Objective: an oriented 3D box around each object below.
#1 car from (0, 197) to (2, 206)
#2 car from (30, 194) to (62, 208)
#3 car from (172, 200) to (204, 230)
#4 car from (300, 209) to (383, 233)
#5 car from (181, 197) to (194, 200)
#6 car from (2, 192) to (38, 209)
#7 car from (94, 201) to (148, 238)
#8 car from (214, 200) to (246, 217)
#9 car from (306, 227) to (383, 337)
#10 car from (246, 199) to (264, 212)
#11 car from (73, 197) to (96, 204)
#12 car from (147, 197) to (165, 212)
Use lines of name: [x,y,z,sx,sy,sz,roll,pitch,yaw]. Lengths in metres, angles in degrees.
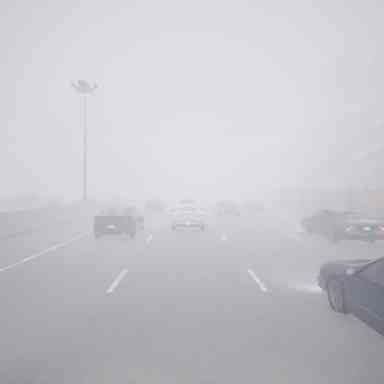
car: [-25.335,1.331,42.589,2.128,1.511,4.902,0,0,-1]
car: [-18.337,1.331,42.733,2.128,1.511,4.902,0,0,-1]
car: [-0.248,1.449,20.254,1.812,1.442,4.674,0,0,-1]
car: [6.856,1.488,15.649,2.033,1.411,5.357,0,0,-1]
car: [-0.552,1.338,37.013,1.882,1.535,5.008,0,0,-1]
car: [-21.849,1.059,43.490,2.150,2.045,5.566,0,0,-1]
car: [-3.682,1.411,17.443,1.882,1.535,5.008,0,0,-1]
car: [3.088,1.436,29.564,2.033,1.411,5.357,0,0,-1]
car: [3.550,1.529,4.479,2.033,1.411,5.357,0,0,-1]
car: [6.464,1.427,36.221,1.994,1.385,4.181,0,0,-1]
car: [-14.881,1.372,46.412,2.033,1.411,5.357,0,0,-1]
car: [-4.053,1.338,37.015,1.882,1.535,5.008,0,0,-1]
